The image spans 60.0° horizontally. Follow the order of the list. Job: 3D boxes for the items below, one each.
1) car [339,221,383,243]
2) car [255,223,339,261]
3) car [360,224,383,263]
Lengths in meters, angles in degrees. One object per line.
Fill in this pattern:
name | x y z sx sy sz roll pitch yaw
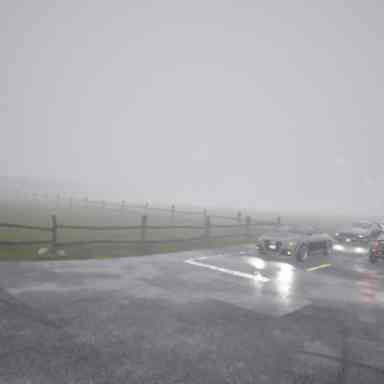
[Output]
car | 11.061 2.591 21.534 2.033 1.411 5.357 2 -2 44
car | 4.627 2.124 14.828 1.994 1.385 4.181 2 -2 44
car | 8.996 2.294 14.108 1.812 1.442 4.674 2 -2 44
